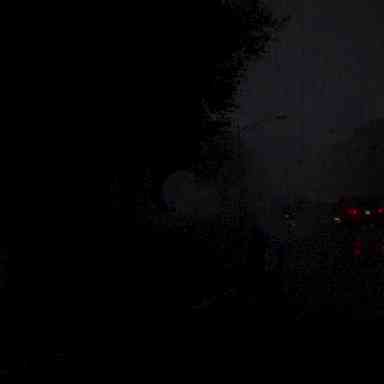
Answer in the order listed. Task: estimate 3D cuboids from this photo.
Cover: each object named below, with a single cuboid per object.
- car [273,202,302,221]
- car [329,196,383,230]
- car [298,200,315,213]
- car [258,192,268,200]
[{"bbox_3d":[8.598,1.921,30.892,1.994,1.385,4.181,-2,-1,9],"label":"car"},{"bbox_3d":[10.891,1.335,22.362,2.150,2.045,5.566,-2,-1,10],"label":"car"},{"bbox_3d":[14.117,1.770,41.754,2.128,1.511,4.902,-2,0,9],"label":"car"},{"bbox_3d":[15.376,0.869,71.997,1.812,1.442,4.674,-2,3,9],"label":"car"}]
